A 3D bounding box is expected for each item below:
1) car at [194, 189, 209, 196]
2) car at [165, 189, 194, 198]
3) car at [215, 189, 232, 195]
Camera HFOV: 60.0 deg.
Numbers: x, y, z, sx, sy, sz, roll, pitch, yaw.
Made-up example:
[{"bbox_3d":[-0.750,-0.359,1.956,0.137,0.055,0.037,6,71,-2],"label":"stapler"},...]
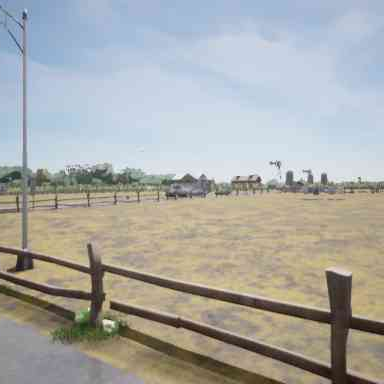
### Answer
[{"bbox_3d":[1.215,0.163,64.391,2.033,1.411,5.357,-1,1,35],"label":"car"},{"bbox_3d":[-2.320,0.276,54.638,1.882,1.535,5.008,-1,1,35],"label":"car"},{"bbox_3d":[6.348,-0.009,66.884,1.994,1.385,4.181,-1,1,35],"label":"car"}]
